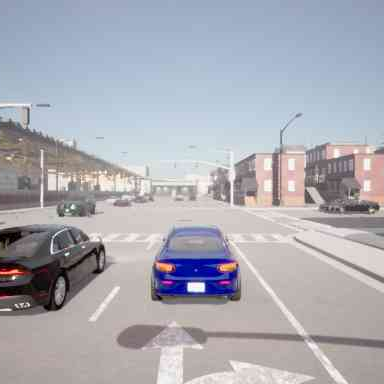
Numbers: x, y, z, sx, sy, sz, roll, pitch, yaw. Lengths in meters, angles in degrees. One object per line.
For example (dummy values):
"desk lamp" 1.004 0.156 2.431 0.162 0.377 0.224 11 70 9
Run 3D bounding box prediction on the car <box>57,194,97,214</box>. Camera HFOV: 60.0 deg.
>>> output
"car" -10.551 1.221 30.901 2.150 2.045 5.566 0 0 0

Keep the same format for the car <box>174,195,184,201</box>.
"car" -3.366 1.594 82.083 1.895 1.301 4.718 0 0 0

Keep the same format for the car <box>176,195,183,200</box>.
"car" -3.349 1.523 92.129 1.812 1.442 4.674 0 0 0

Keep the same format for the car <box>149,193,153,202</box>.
"car" -10.372 1.224 78.290 2.150 2.045 5.566 0 0 0

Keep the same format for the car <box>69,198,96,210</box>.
"car" -14.028 1.525 42.889 1.812 1.442 4.674 0 0 0

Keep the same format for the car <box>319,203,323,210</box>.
"car" 17.082 1.504 38.028 4.892 1.490 1.837 0 0 0

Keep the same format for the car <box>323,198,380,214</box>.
"car" 16.779 1.491 34.521 4.902 1.511 2.128 0 0 0

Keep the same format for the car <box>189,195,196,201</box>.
"car" 0.134 1.499 81.583 1.837 1.490 4.892 0 0 0

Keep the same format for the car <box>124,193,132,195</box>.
"car" -13.881 1.224 72.573 2.150 2.045 5.566 0 0 0

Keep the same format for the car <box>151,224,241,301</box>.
"car" 0.091 1.526 8.219 1.812 1.442 4.674 0 0 0

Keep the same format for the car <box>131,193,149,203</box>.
"car" -10.413 1.477 66.647 1.882 1.535 5.008 0 0 1

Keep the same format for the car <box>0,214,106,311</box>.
"car" -3.416 1.505 7.761 1.837 1.490 4.892 0 0 0

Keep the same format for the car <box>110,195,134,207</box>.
"car" -10.510 1.564 50.391 1.994 1.385 4.181 0 0 0

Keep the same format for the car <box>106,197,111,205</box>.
"car" -13.974 1.525 59.289 1.812 1.442 4.674 0 0 0
